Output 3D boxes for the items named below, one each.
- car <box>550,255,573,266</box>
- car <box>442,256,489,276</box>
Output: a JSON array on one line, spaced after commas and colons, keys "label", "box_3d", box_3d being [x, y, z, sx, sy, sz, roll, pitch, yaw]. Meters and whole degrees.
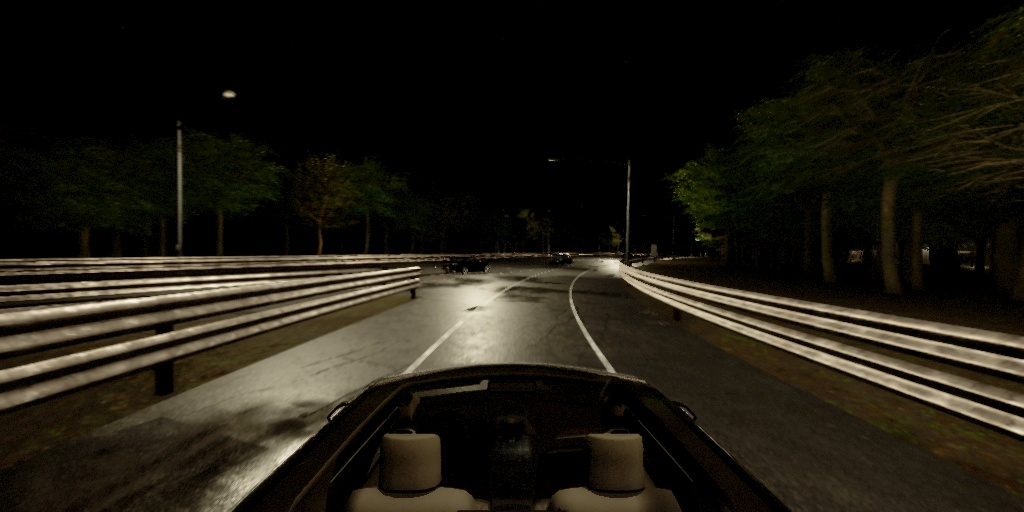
[{"label": "car", "box_3d": [6.734, 0.560, 48.736, 1.994, 1.385, 4.181, 2, 2, 30]}, {"label": "car", "box_3d": [-3.820, 0.761, 30.416, 1.882, 1.535, 5.008, 2, 2, 30]}]
